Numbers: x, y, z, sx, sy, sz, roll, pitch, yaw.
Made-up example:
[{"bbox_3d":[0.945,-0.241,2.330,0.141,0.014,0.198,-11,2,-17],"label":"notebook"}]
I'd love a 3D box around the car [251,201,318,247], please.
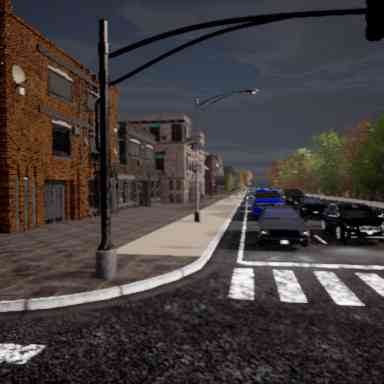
[{"bbox_3d":[3.691,1.315,14.187,2.033,1.411,5.357,0,1,10],"label":"car"}]

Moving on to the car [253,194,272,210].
[{"bbox_3d":[7.170,0.985,34.265,1.812,1.442,4.674,0,1,10],"label":"car"}]

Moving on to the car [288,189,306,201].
[{"bbox_3d":[10.629,0.658,35.189,2.150,2.045,5.566,0,1,10],"label":"car"}]

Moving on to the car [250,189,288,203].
[{"bbox_3d":[5.423,0.835,24.219,2.150,2.045,5.566,0,1,10],"label":"car"}]

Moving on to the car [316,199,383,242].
[{"bbox_3d":[7.119,1.253,14.906,1.837,1.490,4.892,0,1,10],"label":"car"}]

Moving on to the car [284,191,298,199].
[{"bbox_3d":[19.149,0.526,64.475,2.033,1.411,5.357,0,1,10],"label":"car"}]

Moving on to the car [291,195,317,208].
[{"bbox_3d":[8.809,1.162,24.676,1.994,1.385,4.181,0,1,10],"label":"car"}]

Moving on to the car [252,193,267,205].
[{"bbox_3d":[8.929,0.831,44.283,1.812,1.442,4.674,0,1,10],"label":"car"}]
